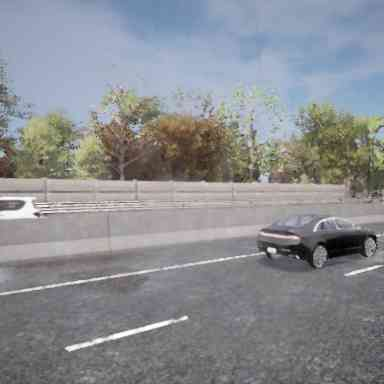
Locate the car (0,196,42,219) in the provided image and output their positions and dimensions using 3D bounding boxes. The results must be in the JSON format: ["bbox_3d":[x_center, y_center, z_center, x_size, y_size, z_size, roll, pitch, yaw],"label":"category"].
[{"bbox_3d":[-9.499,1.223,14.400,5.566,2.045,2.150,0,0,-36],"label":"car"}]

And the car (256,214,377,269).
[{"bbox_3d":[4.304,1.488,11.119,4.902,1.511,2.128,0,0,-35],"label":"car"}]
